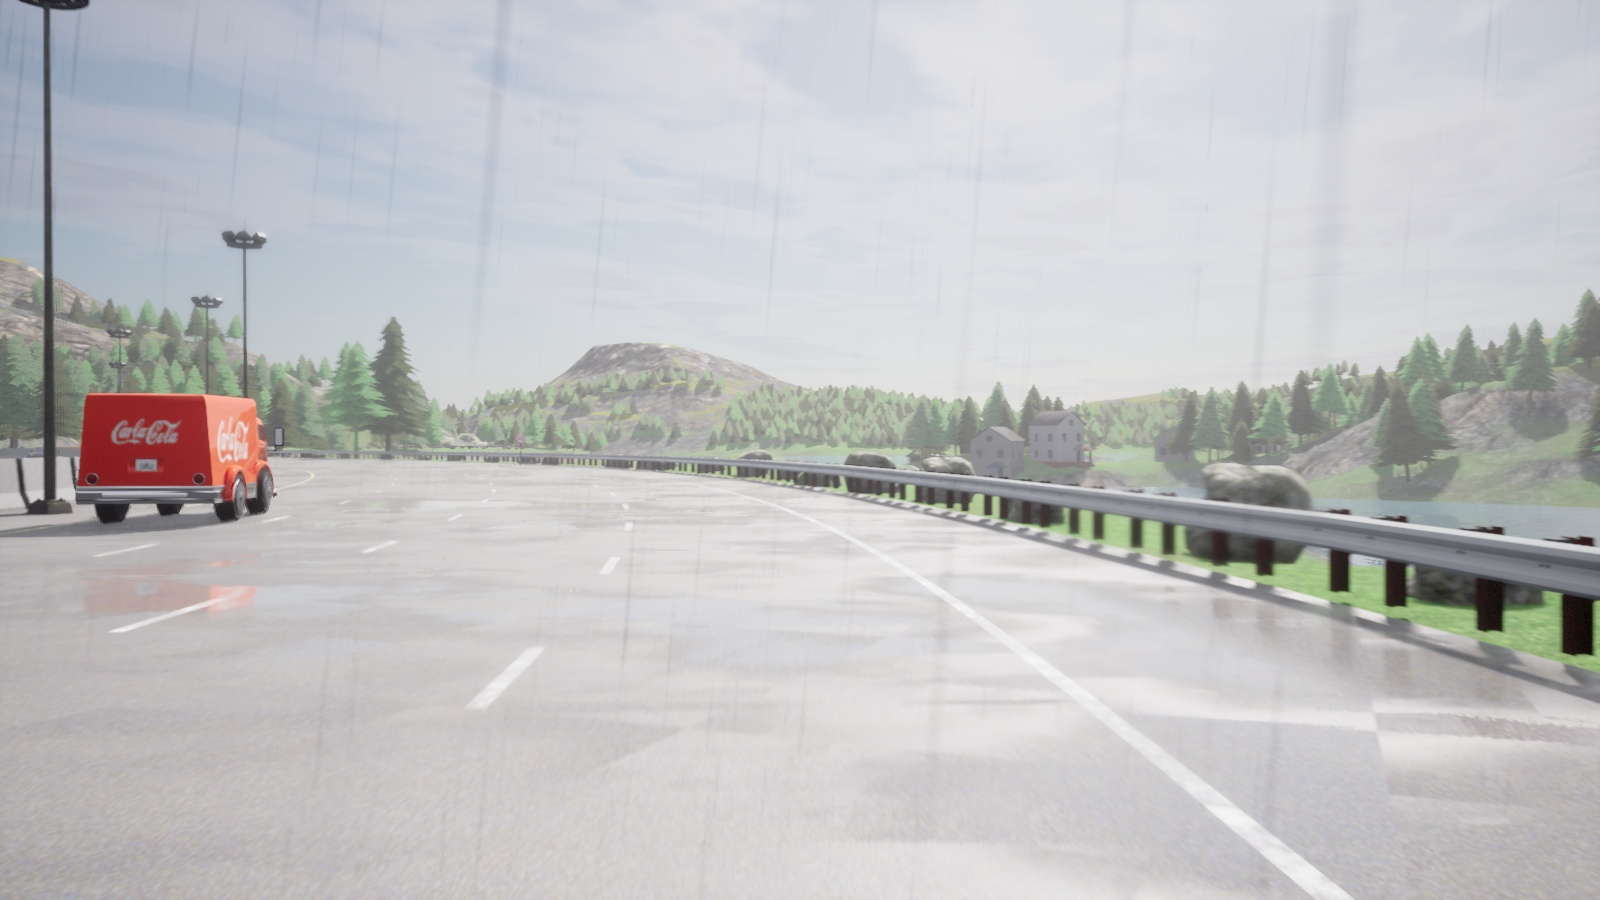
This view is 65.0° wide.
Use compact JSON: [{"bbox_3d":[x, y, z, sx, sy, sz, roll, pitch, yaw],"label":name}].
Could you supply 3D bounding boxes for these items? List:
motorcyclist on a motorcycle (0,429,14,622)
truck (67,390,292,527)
[{"bbox_3d":[-7.195,0.653,9.764,0.766,1.649,2.350,-1,0,-3],"label":"motorcyclist on a motorcycle"},{"bbox_3d":[-12.293,0.137,25.391,2.627,2.467,5.204,0,0,-9],"label":"truck"}]
